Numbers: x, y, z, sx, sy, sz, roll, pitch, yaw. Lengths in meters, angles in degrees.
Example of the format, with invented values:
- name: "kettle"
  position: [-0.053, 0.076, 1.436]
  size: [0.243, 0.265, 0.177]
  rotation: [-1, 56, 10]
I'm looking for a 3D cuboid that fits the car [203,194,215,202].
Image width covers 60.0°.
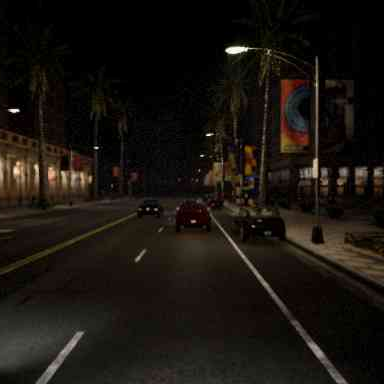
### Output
- name: "car"
  position: [3.319, 1.125, 67.236]
  size: [2.161, 1.482, 4.786]
  rotation: [0, 0, 0]

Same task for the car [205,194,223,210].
- name: "car"
  position: [3.040, 1.092, 45.306]
  size: [2.185, 1.767, 4.553]
  rotation: [0, 0, 0]

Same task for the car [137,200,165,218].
- name: "car"
  position: [-3.436, 1.384, 28.375]
  size: [2.033, 1.411, 5.357]
  rotation: [0, 0, 0]

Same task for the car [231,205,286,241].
- name: "car"
  position: [3.067, 1.388, 15.932]
  size: [2.231, 1.521, 4.892]
  rotation: [0, 0, 0]

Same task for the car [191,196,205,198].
- name: "car"
  position: [0.051, 1.328, 38.000]
  size: [2.033, 1.411, 5.357]
  rotation: [0, 0, 0]

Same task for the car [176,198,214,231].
- name: "car"
  position: [0.075, 1.363, 19.696]
  size: [1.882, 1.535, 5.008]
  rotation: [0, 0, 0]
